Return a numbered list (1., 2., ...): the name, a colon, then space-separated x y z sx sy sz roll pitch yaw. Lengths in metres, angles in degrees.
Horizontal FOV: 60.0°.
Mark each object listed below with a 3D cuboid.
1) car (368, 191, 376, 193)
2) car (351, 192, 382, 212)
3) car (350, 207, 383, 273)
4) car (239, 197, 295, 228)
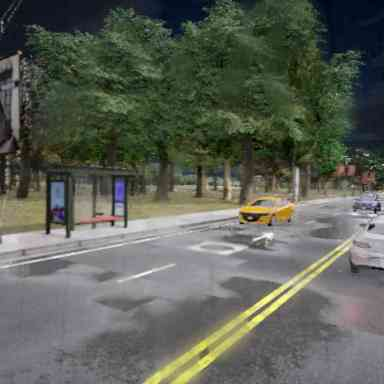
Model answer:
1. car: 30.198 0.662 56.152 2.128 1.511 4.902 2 2 35
2. car: 15.776 1.049 29.854 1.812 1.442 4.674 2 2 35
3. car: 5.686 1.383 9.284 1.812 1.442 4.674 2 2 35
4. car: 4.436 1.063 19.222 1.882 1.535 5.008 2 1 35
